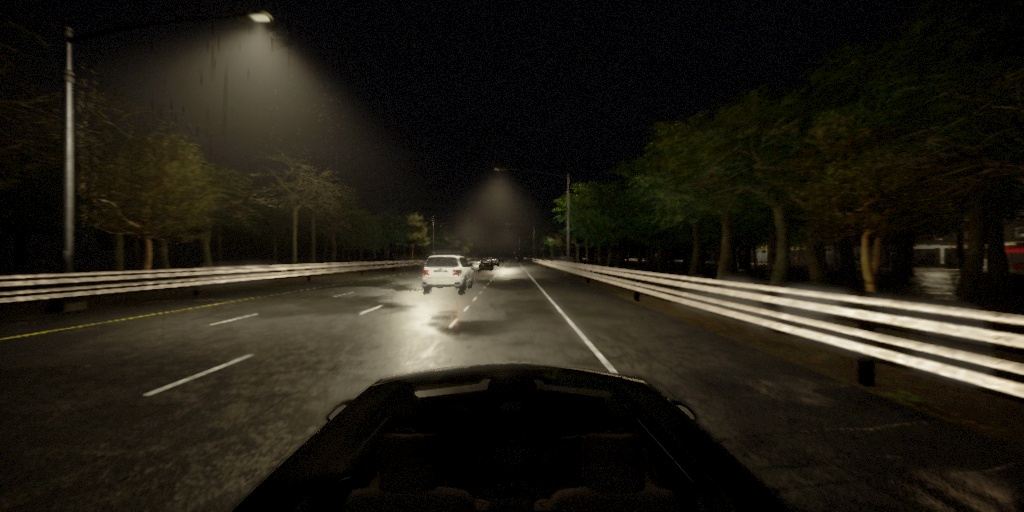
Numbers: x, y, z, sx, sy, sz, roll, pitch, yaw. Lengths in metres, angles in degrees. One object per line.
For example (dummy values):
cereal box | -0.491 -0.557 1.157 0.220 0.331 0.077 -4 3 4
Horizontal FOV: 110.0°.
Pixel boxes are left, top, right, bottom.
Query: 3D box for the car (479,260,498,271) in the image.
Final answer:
car | -3.395 1.250 48.217 2.128 1.511 4.902 0 0 0

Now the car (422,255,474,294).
car | -3.478 0.976 20.200 2.150 2.045 5.566 0 0 0
